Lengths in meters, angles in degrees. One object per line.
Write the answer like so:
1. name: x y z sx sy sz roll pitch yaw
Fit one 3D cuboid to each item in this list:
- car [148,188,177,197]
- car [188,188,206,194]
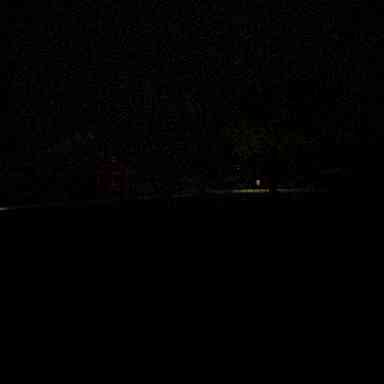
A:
1. car: -5.373 0.106 57.059 2.128 1.511 4.902 -1 1 36
2. car: 1.087 -0.198 66.224 1.994 1.385 4.181 -1 2 35
